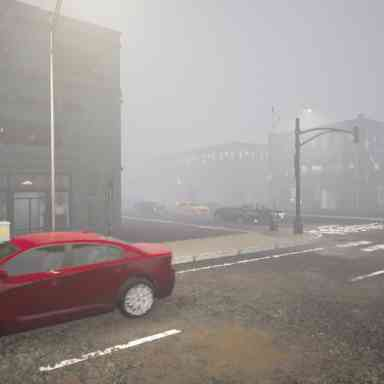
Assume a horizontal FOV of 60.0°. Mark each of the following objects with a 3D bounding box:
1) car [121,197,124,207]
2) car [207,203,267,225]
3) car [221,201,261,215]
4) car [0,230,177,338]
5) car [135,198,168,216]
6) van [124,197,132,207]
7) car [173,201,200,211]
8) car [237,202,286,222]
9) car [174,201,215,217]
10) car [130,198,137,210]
[{"bbox_3d":[-13.639,1.939,65.370,2.192,1.841,5.009,-1,0,-35],"label":"car"},{"bbox_3d":[3.510,1.814,26.575,1.947,1.339,4.313,-1,0,-35],"label":"car"},{"bbox_3d":[5.606,1.809,38.301,2.008,1.369,4.403,-2,0,-35],"label":"car"},{"bbox_3d":[-2.645,1.477,5.788,5.008,1.535,1.882,0,0,-35],"label":"car"},{"bbox_3d":[-4.433,1.846,37.956,1.967,1.590,4.097,-1,0,-35],"label":"car"},{"bbox_3d":[-10.431,1.906,60.859,1.690,1.788,3.998,-1,0,-35],"label":"van"},{"bbox_3d":[-0.805,1.965,47.324,1.802,1.307,4.206,-2,0,-35],"label":"car"},{"bbox_3d":[5.686,1.713,28.208,2.128,1.511,4.902,-1,0,-35],"label":"car"},{"bbox_3d":[-0.111,1.814,36.372,1.882,1.535,5.008,-1,0,-36],"label":"car"},{"bbox_3d":[-6.105,1.930,44.821,1.882,1.535,5.008,-1,0,-35],"label":"car"}]
